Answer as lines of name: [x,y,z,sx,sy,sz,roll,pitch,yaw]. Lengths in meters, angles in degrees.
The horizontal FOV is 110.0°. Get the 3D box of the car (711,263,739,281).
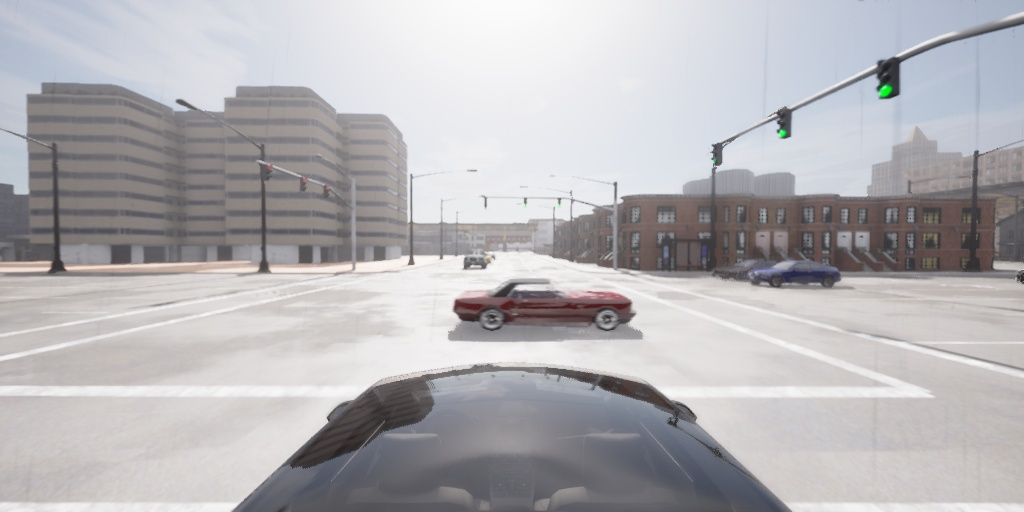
car: [16.335,0.931,23.873,5.357,1.411,2.033,0,1,0]

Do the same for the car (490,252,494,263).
car: [-3.873,0.269,49.729,1.882,1.535,5.008,0,1,0]

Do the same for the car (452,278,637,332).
car: [0.850,1.269,9.841,4.718,1.301,1.895,0,1,0]

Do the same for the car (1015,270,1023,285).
car: [31.967,0.999,20.395,4.892,1.490,1.837,0,1,0]

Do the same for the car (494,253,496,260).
car: [-3.906,-0.022,64.160,2.128,1.511,4.902,0,1,0]

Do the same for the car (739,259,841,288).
car: [15.934,0.983,20.362,4.674,1.442,1.812,0,1,0]

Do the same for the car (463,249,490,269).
car: [-3.809,0.263,37.832,2.150,2.045,5.566,0,1,0]
